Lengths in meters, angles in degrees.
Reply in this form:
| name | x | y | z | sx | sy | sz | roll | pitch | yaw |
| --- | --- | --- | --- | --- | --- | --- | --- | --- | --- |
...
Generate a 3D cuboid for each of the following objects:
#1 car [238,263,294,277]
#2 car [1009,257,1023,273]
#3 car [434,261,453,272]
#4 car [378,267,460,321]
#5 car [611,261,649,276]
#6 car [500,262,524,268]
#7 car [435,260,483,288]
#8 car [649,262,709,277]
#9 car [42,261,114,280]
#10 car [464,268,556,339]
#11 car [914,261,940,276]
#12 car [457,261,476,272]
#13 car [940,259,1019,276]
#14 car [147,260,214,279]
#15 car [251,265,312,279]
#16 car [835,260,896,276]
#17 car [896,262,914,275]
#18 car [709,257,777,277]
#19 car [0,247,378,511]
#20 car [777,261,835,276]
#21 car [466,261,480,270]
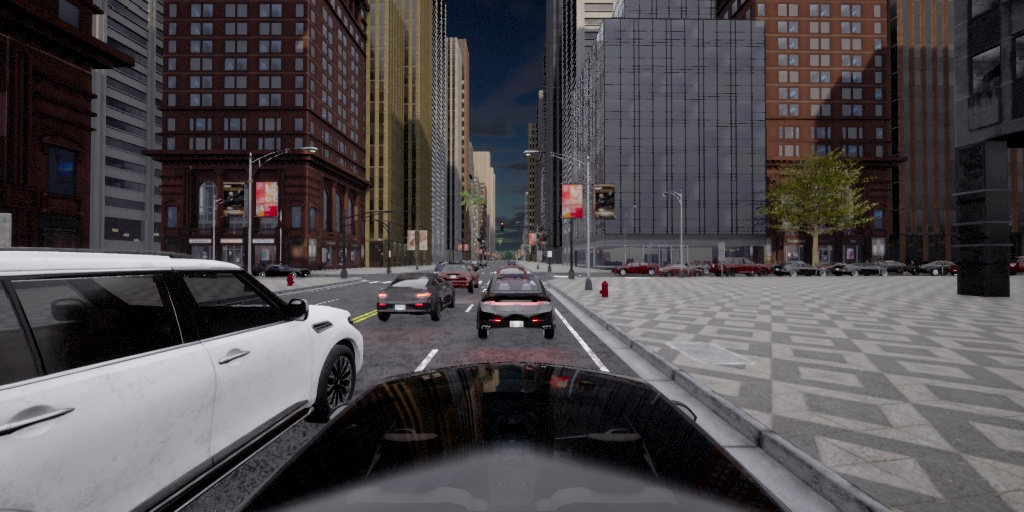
| name | x | y | z | sx | sy | sz | roll | pitch | yaw |
| --- | --- | --- | --- | --- | --- | --- | --- | --- | --- |
| car | -26.122 | 1.507 | 38.192 | 4.674 | 1.442 | 1.812 | 0 | -1 | 0 |
| car | 49.130 | 0.974 | 33.505 | 5.009 | 1.841 | 2.192 | 0 | 0 | -1 |
| car | -9.859 | 1.496 | 51.951 | 1.812 | 1.442 | 4.674 | 0 | 0 | 0 |
| car | -3.155 | 1.288 | 12.414 | 1.812 | 1.442 | 4.674 | 0 | 0 | 0 |
| car | 13.251 | 1.299 | 38.719 | 5.008 | 1.535 | 1.882 | 0 | -1 | -2 |
| car | -0.008 | 1.260 | 19.603 | 1.882 | 1.535 | 5.008 | 0 | 0 | 0 |
| car | -3.157 | 1.142 | 21.394 | 2.097 | 1.767 | 4.553 | 0 | 0 | 0 |
| car | 15.303 | 1.328 | 32.966 | 4.207 | 1.307 | 1.802 | 0 | 0 | -1 |
| car | -42.285 | 1.369 | 35.004 | 4.553 | 1.767 | 2.097 | 0 | -1 | 1 |
| car | 0.095 | 1.248 | 10.103 | 2.128 | 1.511 | 4.902 | 0 | 0 | 0 |
| car | 42.840 | 1.207 | 36.031 | 4.892 | 1.490 | 1.837 | 0 | -1 | -1 |
| car | -6.619 | 1.463 | 52.227 | 2.128 | 1.511 | 4.902 | 0 | 0 | 0 |
| car | 43.491 | 1.215 | 33.415 | 4.507 | 1.381 | 1.888 | 0 | 0 | -1 |
| car | -32.232 | 1.323 | 34.986 | 4.553 | 1.767 | 2.097 | 0 | -1 | 0 |
| car | -22.414 | 1.527 | 34.978 | 4.718 | 1.301 | 1.895 | 0 | -1 | -3 |
| car | 32.215 | 1.261 | 33.235 | 4.313 | 1.339 | 1.948 | 0 | 0 | -1 |
| car | 39.981 | 1.237 | 39.101 | 4.902 | 1.511 | 2.128 | 0 | -1 | -1 |
| car | 20.941 | 1.041 | 33.056 | 5.009 | 1.841 | 2.192 | 0 | 0 | -1 |
| car | -3.155 | 0.972 | 2.635 | 2.150 | 2.045 | 5.566 | 0 | 0 | 0 |
| car | 26.578 | 1.276 | 33.145 | 4.313 | 1.339 | 1.948 | 0 | 0 | -1 |
| car | -6.602 | 1.561 | 61.326 | 1.812 | 1.442 | 4.674 | 0 | 0 | 0 |
